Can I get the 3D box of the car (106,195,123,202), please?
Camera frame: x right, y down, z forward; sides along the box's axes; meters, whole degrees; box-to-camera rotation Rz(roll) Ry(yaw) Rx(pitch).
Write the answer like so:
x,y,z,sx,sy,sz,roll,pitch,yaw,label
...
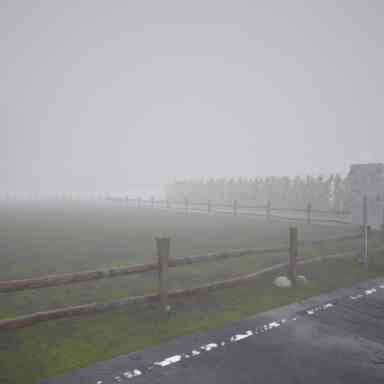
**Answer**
x,y,z,sx,sy,sz,roll,pitch,yaw,label
-14.940,1.310,63.907,1.895,1.301,4.718,1,0,-35,car
